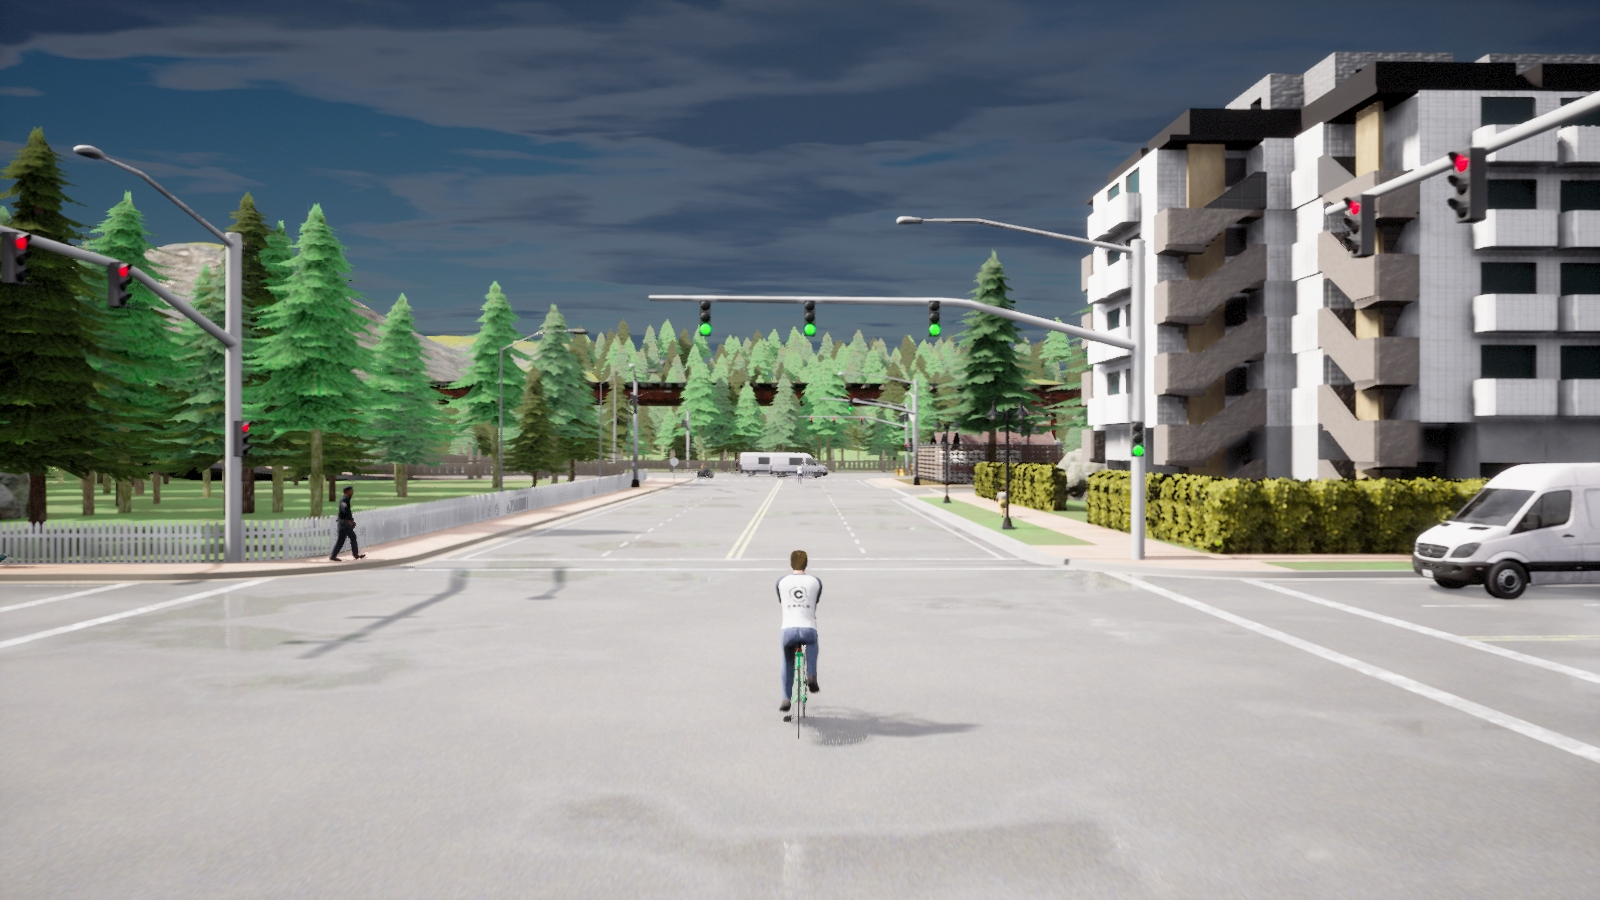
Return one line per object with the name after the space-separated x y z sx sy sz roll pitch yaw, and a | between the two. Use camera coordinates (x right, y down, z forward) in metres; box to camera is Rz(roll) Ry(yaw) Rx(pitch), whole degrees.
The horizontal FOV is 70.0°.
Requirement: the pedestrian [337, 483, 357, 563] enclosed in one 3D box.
-10.658 1.705 26.910 0.375 1.860 0.375 0 0 -11 | pedestrian

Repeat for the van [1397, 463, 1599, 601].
15.199 1.540 22.467 5.915 2.561 1.988 0 0 -2 | van

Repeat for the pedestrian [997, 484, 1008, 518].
7.937 1.990 44.829 0.375 1.300 0.375 0 0 2 | pedestrian
